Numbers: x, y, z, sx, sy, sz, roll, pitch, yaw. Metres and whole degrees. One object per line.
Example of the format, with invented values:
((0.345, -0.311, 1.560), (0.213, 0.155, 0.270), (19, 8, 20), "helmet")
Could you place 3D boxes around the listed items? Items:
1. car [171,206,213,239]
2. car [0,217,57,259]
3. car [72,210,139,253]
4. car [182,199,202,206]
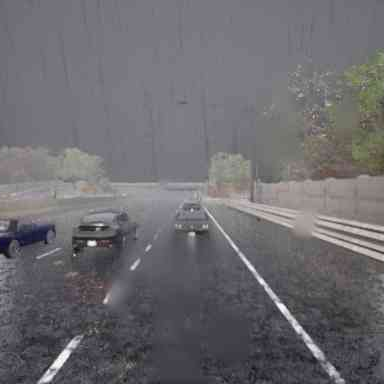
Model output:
((-0.001, 1.601, 17.187), (1.895, 1.301, 4.718), (0, 0, 0), "car")
((-6.900, 1.599, 12.595), (1.895, 1.301, 4.718), (0, 0, 0), "car")
((-3.401, 1.504, 13.733), (1.837, 1.490, 4.892), (0, 0, 0), "car")
((-0.002, 1.521, 34.702), (1.837, 1.490, 4.892), (0, 0, 0), "car")
